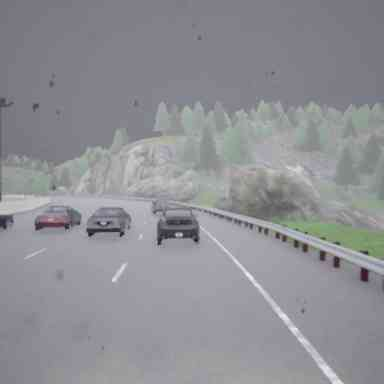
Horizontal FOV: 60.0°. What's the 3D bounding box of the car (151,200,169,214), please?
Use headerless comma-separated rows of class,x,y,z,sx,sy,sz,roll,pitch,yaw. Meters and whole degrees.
car,-3.225,1.494,34.559,2.033,1.411,5.357,0,0,-10

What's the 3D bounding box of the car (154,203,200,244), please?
car,-0.729,1.479,15.860,1.837,1.490,4.892,0,0,-5

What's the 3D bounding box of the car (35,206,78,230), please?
car,-8.282,1.543,20.933,1.994,1.385,4.181,0,0,-7

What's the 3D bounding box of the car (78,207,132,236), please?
car,-4.429,1.524,18.234,2.033,1.411,5.357,0,0,-5

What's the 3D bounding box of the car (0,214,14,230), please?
car,-11.429,1.592,17.844,1.895,1.301,4.718,0,0,-6
